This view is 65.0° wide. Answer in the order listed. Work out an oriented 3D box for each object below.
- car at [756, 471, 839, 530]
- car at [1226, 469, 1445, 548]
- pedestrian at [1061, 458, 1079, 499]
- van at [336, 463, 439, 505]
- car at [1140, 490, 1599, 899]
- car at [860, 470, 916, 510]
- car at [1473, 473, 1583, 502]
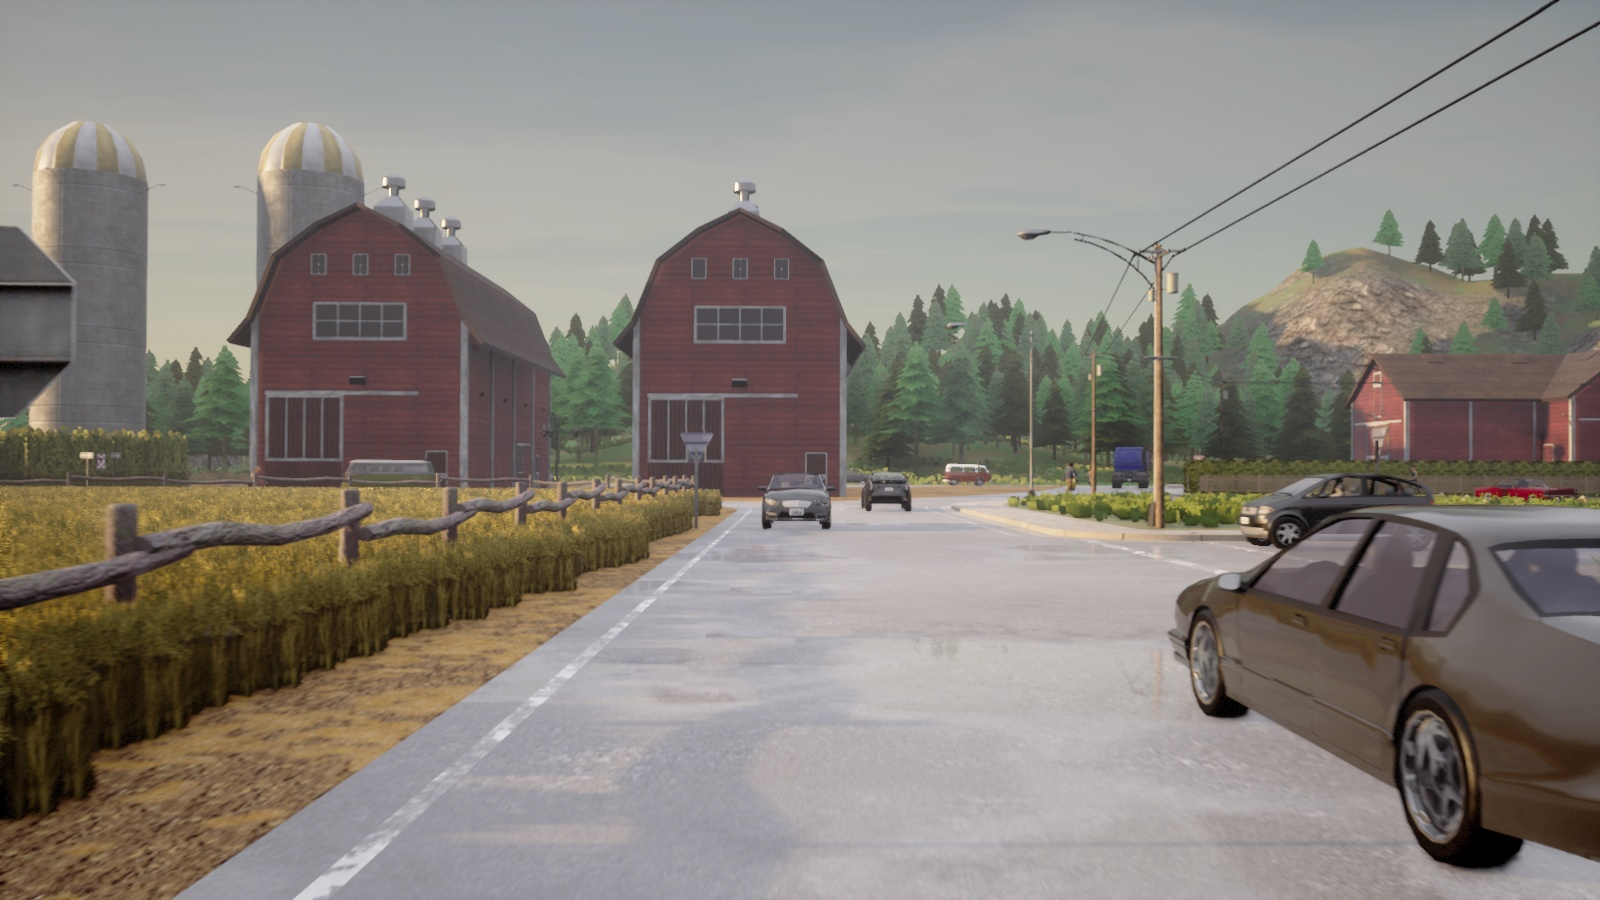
[{"bbox_3d":[-0.085,1.343,34.782,2.128,1.511,4.902,0,-1,0],"label":"car"},{"bbox_3d":[10.857,1.171,25.664,3.705,1.549,1.789,0,-1,0],"label":"car"},{"bbox_3d":[12.708,1.341,59.104,0.788,1.949,0.423,0,-1,-34],"label":"pedestrian"},{"bbox_3d":[-20.074,1.653,61.194,4.442,1.987,1.775,0,-1,-3],"label":"van"},{"bbox_3d":[3.458,0.954,6.454,2.033,1.411,5.357,0,-1,1],"label":"car"},{"bbox_3d":[3.436,1.570,50.013,2.007,1.525,4.514,0,-1,1],"label":"car"},{"bbox_3d":[34.082,1.747,58.927,1.895,1.301,4.718,0,-1,-9],"label":"car"}]
